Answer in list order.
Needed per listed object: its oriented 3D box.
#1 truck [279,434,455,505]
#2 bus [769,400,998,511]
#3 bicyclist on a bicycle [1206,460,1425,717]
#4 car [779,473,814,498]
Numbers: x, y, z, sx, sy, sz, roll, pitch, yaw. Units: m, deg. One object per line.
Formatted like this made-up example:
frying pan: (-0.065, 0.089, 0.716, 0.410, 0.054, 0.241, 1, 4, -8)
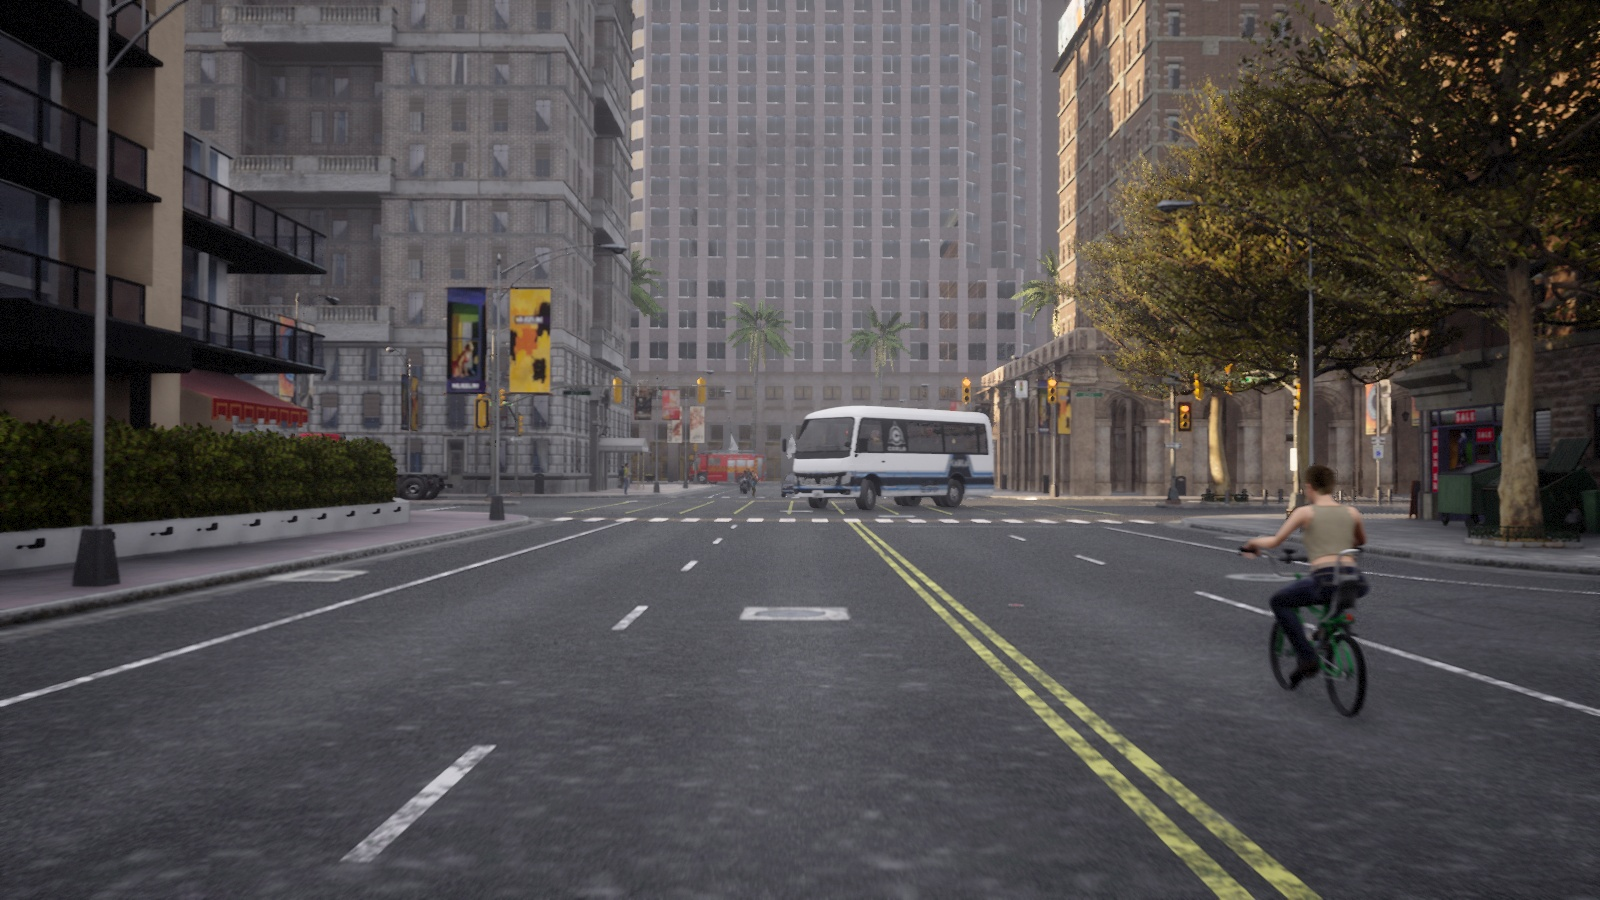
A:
truck: (-21.798, 0.983, 63.519, 7.936, 3.462, 2.891, 0, -1, 0)
bus: (3.735, 0.312, 53.123, 3.944, 4.253, 10.273, -2, -2, 44)
bicyclist on a bicycle: (3.484, 0.882, 8.648, 0.866, 1.612, 1.509, 0, -1, 0)
car: (-0.186, 2.127, 75.507, 2.033, 1.411, 5.357, 0, -1, 0)
